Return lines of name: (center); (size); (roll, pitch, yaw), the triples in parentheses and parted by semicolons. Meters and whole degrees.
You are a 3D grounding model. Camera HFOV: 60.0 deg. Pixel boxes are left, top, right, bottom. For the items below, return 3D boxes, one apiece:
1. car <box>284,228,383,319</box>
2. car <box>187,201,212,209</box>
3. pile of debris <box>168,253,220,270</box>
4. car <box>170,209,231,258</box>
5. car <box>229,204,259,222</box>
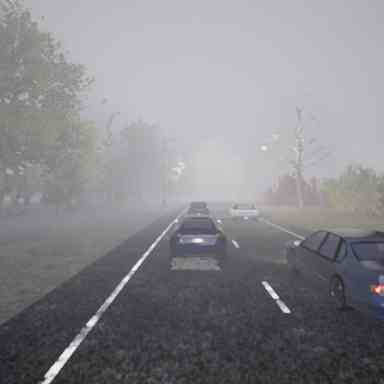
car: (3.652, 1.552, 7.629); (2.033, 1.411, 5.357); (0, 0, 1)
car: (0.604, 1.515, 28.394); (1.837, 1.490, 4.892); (0, 0, 2)
pile of debris: (0.076, 2.179, 10.502); (1.500, 0.140, 1.860); (0, 0, 1)
car: (0.226, 1.565, 12.899); (1.994, 1.385, 4.181); (0, 0, 1)
car: (4.044, 1.611, 26.565); (1.895, 1.301, 4.718); (0, 0, 2)
